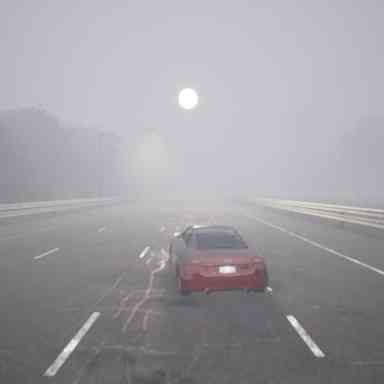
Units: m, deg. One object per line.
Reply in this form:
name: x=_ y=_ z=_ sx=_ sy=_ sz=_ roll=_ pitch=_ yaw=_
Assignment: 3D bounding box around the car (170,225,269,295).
car: x=0.494 y=1.541 z=8.752 sx=1.994 sy=1.385 sz=4.181 roll=0 pitch=0 yaw=-7
